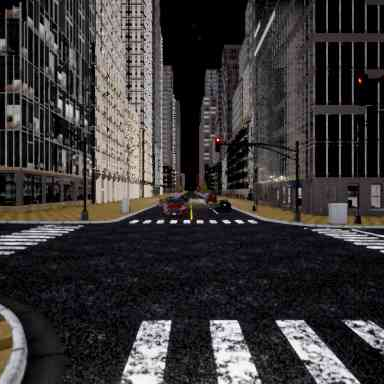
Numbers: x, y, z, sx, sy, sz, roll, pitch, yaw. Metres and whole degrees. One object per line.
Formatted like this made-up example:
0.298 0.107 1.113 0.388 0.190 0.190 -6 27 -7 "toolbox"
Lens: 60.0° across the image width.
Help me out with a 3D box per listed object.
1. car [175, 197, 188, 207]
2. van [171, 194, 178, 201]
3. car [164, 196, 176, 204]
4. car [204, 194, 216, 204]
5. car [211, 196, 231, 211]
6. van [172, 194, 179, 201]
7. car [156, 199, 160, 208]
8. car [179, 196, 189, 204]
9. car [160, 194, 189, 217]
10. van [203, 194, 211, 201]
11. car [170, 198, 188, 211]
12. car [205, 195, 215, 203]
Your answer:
-1.622 1.533 52.160 1.812 1.442 4.674 0 0 0 "car"
-4.237 1.321 80.467 1.690 1.788 3.998 0 0 0 "van"
-4.152 1.564 63.884 1.947 1.339 4.313 0 0 0 "car"
3.728 1.313 63.924 2.192 1.841 5.009 0 0 0 "car"
3.890 1.579 41.815 1.947 1.339 4.313 0 0 0 "car"
-4.265 1.315 85.994 1.690 1.788 3.998 0 0 0 "van"
-4.068 1.592 47.301 1.802 1.307 4.206 0 0 0 "car"
-1.610 1.559 66.869 1.994 1.385 4.181 0 0 0 "car"
-1.549 1.369 31.811 2.097 1.767 4.553 0 0 1 "car"
3.643 1.321 80.507 1.690 1.788 3.998 0 0 0 "van"
-1.568 1.561 41.368 2.033 1.411 5.357 0 0 0 "car"
3.700 1.432 69.452 1.967 1.590 4.097 0 0 0 "car"
